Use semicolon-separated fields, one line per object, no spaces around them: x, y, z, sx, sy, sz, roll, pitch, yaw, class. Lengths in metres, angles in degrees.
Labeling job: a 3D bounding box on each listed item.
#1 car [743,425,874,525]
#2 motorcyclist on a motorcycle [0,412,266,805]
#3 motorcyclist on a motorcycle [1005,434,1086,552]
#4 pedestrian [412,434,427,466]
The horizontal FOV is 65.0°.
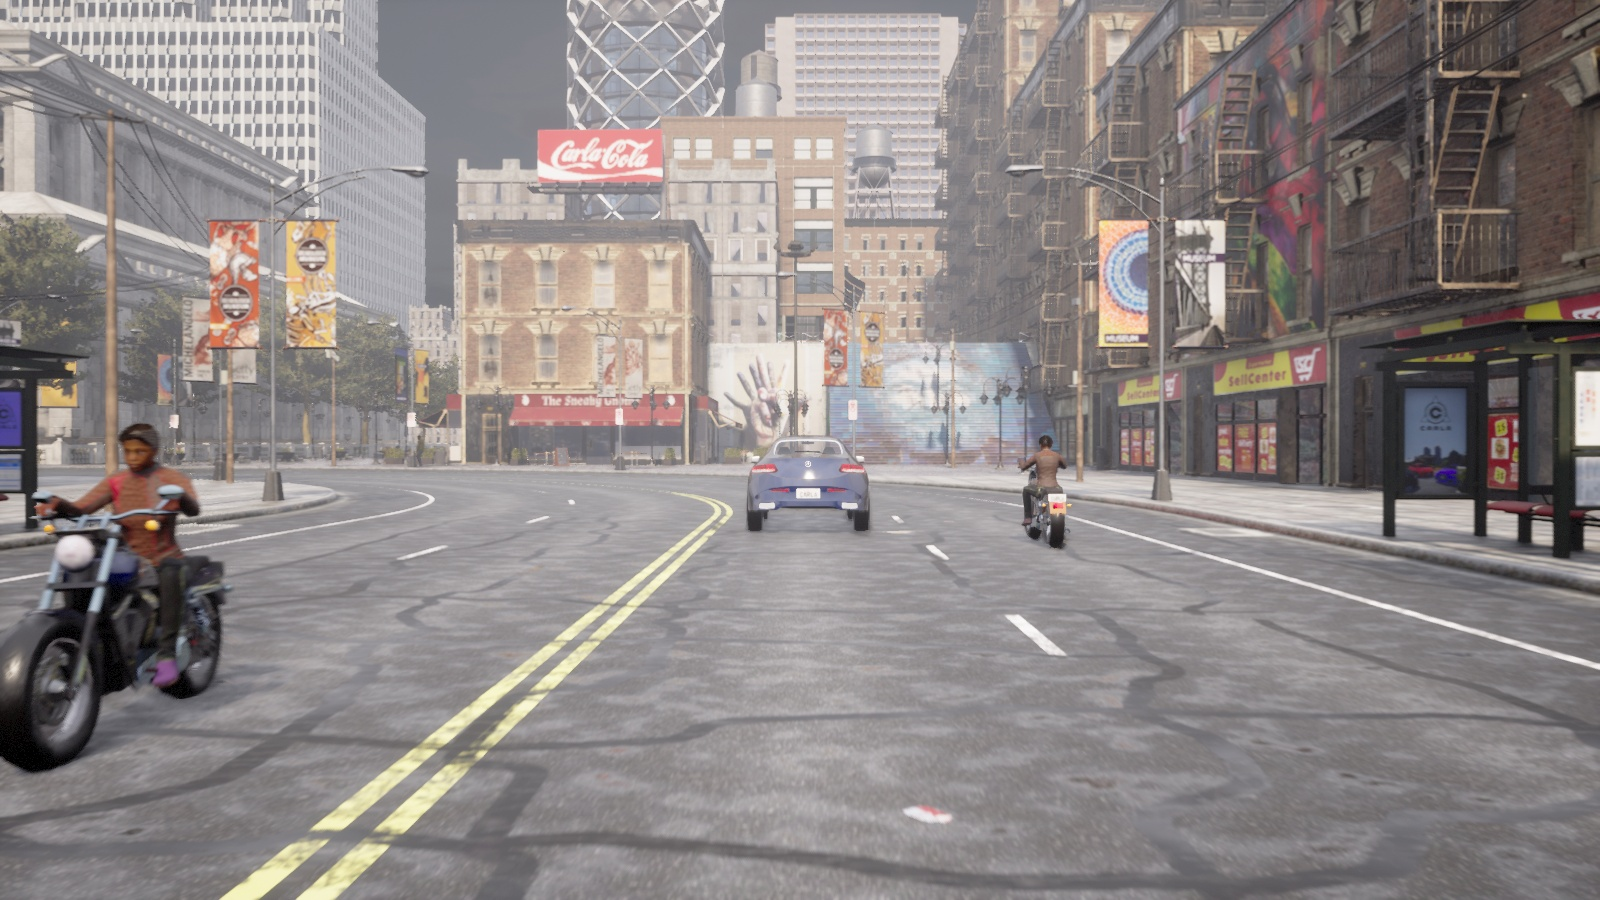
0.142;0.395;23.145;2.152;1.651;5.027;0;0;0;car
-3.535;0.658;6.436;0.766;1.649;2.350;0;1;-5;motorcyclist on a motorcycle
3.621;0.594;18.713;0.766;1.649;2.350;0;0;0;motorcyclist on a motorcycle
-21.698;-0.017;71.556;0.709;1.840;0.431;0;0;17;pedestrian
